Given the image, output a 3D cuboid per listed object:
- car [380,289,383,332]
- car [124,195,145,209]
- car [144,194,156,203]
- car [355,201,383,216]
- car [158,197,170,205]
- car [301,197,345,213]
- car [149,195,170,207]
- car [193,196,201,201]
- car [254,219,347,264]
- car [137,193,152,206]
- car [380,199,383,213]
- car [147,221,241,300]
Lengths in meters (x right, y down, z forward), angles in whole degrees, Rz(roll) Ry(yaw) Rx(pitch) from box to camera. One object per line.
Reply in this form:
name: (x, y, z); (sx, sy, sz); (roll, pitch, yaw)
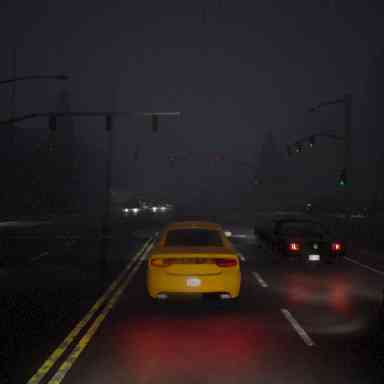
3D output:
car: (3.597, 1.477, 2.706); (1.882, 1.535, 5.008); (0, 0, 0)
car: (-8.208, 1.561, 46.431); (1.994, 1.385, 4.181); (0, 0, -1)
car: (-8.695, 1.348, 68.773); (2.097, 1.767, 4.553); (0, 0, -1)
car: (18.773, 1.545, 32.194); (5.357, 1.411, 2.033); (0, 0, -2)
car: (-5.029, 1.560, 59.772); (1.994, 1.385, 4.181); (0, 0, -1)
car: (14.083, 1.350, 35.560); (4.553, 1.767, 2.097); (0, 0, -2)
car: (-4.793, 1.561, 49.743); (1.994, 1.385, 4.181); (0, 0, -2)
car: (1.306, 1.590, 88.208); (1.895, 1.301, 4.718); (0, 0, -1)
car: (3.502, 1.600, 11.795); (1.895, 1.301, 4.718); (0, 0, -1)
car: (-8.449, 1.221, 56.042); (2.150, 2.045, 5.566); (0, 0, -1)
car: (23.060, 1.523, 35.806); (4.674, 1.442, 1.812); (0, 0, -2)
car: (0.034, 1.477, 8.471); (1.882, 1.535, 5.008); (0, 0, 0)
